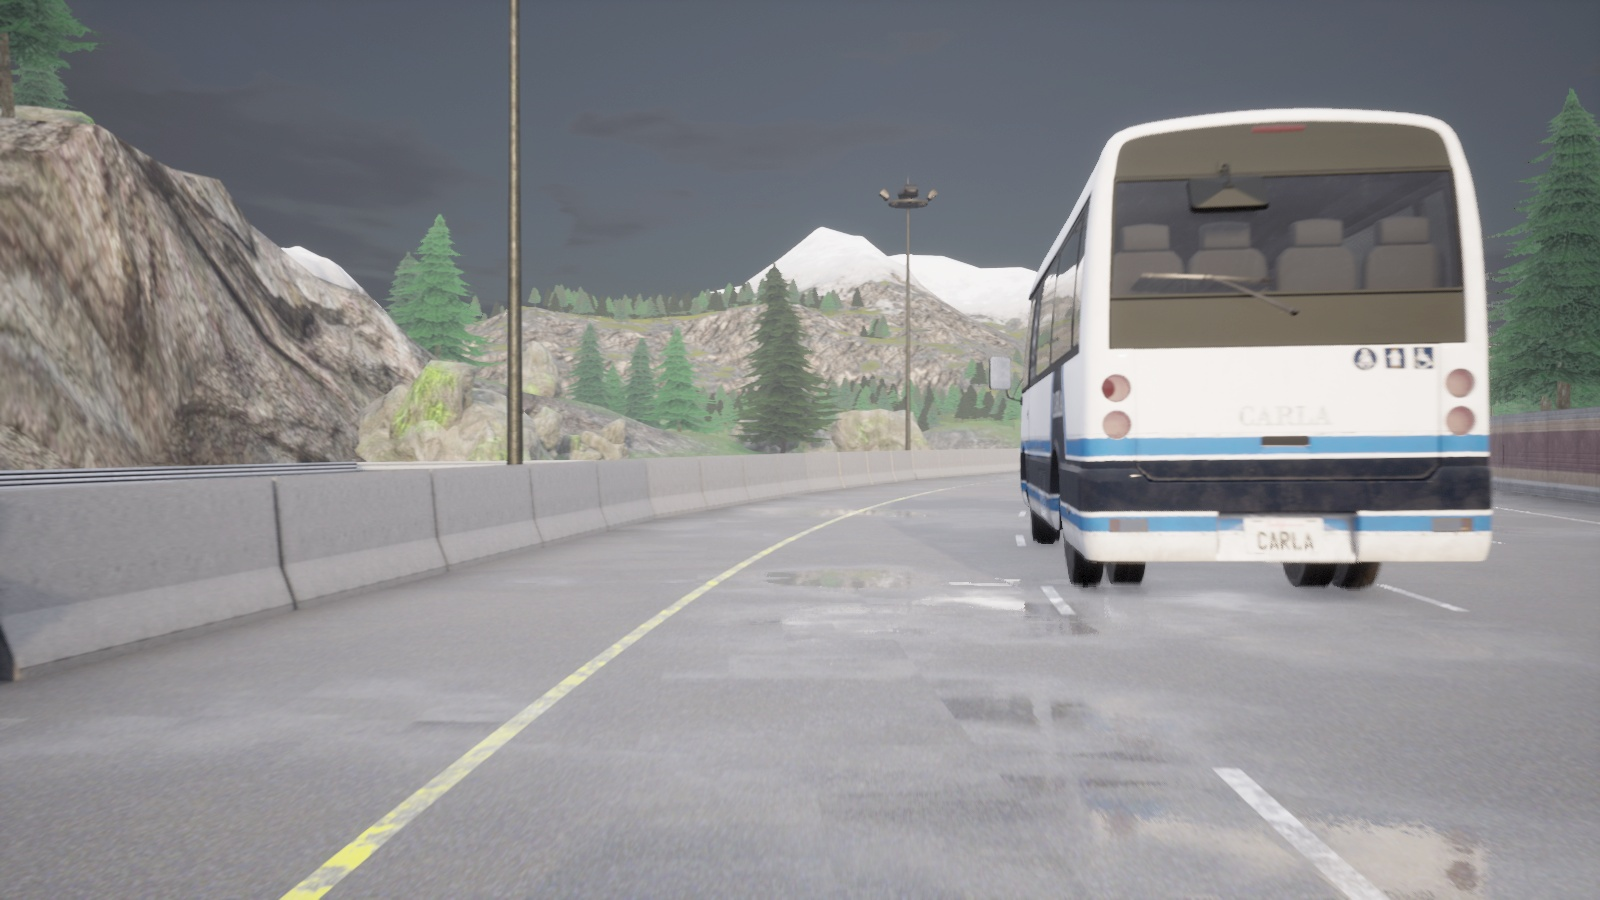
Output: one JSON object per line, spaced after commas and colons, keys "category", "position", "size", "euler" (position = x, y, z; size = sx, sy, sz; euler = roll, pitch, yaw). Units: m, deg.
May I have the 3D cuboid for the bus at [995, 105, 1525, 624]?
{"category": "bus", "position": [4.604, -0.713, 15.644], "size": [3.944, 4.253, 10.273], "euler": [0, 0, 7]}
